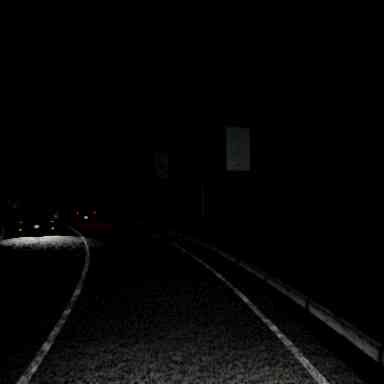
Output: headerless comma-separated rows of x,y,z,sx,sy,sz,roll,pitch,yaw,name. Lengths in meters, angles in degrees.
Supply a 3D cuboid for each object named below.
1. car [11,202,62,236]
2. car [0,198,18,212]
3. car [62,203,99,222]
-8.495,1.482,17.938,1.994,1.385,4.181,0,0,-28,car
-20.632,1.335,36.402,4.674,1.442,1.812,0,-1,34,car
-8.897,1.511,25.566,1.895,1.301,4.718,1,0,-36,car
